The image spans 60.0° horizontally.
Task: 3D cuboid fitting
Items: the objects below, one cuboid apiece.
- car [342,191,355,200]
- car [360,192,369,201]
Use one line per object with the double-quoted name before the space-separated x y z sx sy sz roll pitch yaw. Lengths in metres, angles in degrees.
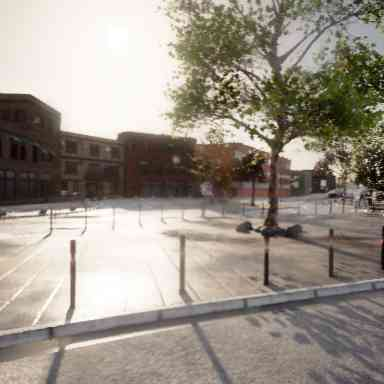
"car" 37.981 1.183 80.148 1.837 1.490 4.892 2 1 27
"car" 41.327 0.998 79.478 2.150 2.045 5.566 2 1 29
